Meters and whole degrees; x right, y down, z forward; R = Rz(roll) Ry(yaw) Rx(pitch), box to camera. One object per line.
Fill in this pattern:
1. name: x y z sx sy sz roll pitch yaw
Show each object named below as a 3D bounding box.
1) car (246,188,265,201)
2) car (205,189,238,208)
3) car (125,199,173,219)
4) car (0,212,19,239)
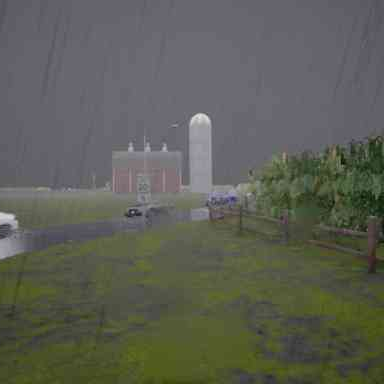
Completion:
1. car: 9.919 0.477 51.420 2.150 2.045 5.566 -1 1 22
2. car: 3.433 0.651 37.509 2.150 2.045 5.566 -1 1 26
3. car: -3.212 1.232 25.356 1.994 1.385 4.181 -1 1 30
4. car: -9.612 1.410 13.885 1.812 1.442 4.674 -1 0 24
